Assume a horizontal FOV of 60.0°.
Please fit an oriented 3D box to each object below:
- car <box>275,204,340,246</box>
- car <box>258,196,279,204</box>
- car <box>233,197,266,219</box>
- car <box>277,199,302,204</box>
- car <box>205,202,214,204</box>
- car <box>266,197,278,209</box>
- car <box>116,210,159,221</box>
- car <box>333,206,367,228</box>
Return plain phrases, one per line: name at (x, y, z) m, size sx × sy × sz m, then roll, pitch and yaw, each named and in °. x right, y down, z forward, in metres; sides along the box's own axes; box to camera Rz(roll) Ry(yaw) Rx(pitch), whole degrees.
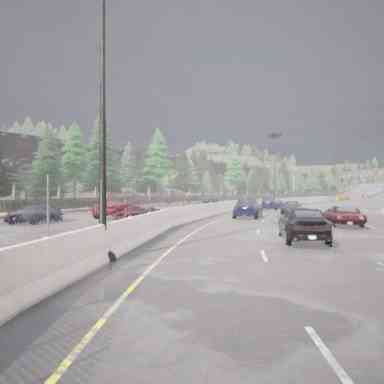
car at (5.095, 1.504, 15.314) m, size 1.837 × 1.490 × 4.892 m, roll 0°, pitch 0°, yaw 10°
car at (14.517, 1.487, 62.579) m, size 2.128 × 1.511 × 4.902 m, roll 0°, pitch 0°, yaw 36°
car at (4.989, 1.351, 29.296) m, size 2.097 × 1.767 × 4.553 m, roll 0°, pitch 0°, yaw 18°
car at (9.757, 1.562, 32.194) m, size 1.994 × 1.385 × 4.181 m, roll 0°, pitch 0°, yaw 21°
car at (2.859, 1.501, 57.826) m, size 1.837 × 1.490 × 4.892 m, roll 0°, pitch 0°, yaw 32°
car at (10.097, 1.350, 41.900) m, size 2.097 × 1.767 × 4.553 m, roll 0°, pitch 0°, yaw 28°
car at (-3.954, 1.599, 24.266) m, size 1.895 × 1.301 × 4.718 m, roll 0°, pitch 0°, yaw 14°
car at (10.176, 1.599, 22.340) m, size 1.895 × 1.301 × 4.718 m, roll 0°, pitch 0°, yaw 15°
